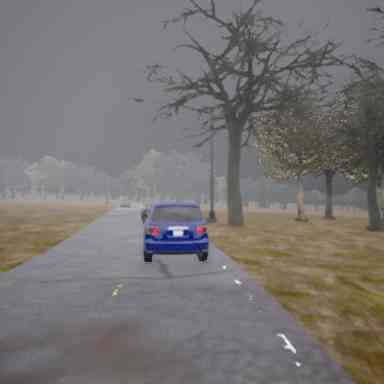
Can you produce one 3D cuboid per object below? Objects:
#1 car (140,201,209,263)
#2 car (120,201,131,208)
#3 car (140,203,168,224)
[{"bbox_3d":[-0.741,1.354,12.768,2.150,2.045,5.566,0,0,-7],"label":"car"},{"bbox_3d":[-12.715,2.438,63.541,1.994,1.385,4.181,0,-1,-10],"label":"car"},{"bbox_3d":[-3.365,1.792,28.589,2.128,1.511,4.902,0,-1,-10],"label":"car"}]
